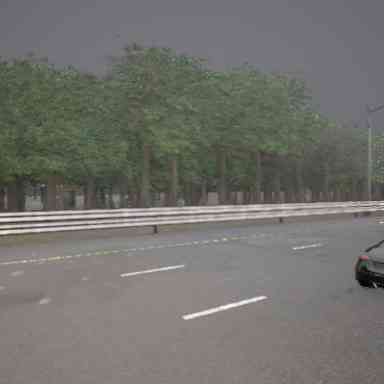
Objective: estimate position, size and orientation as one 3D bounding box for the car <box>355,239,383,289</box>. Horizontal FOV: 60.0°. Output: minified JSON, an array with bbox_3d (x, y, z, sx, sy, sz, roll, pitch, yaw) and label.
[{"bbox_3d":[5.794,1.567,8.004,4.181,1.385,1.994,0,0,-36],"label":"car"}]
